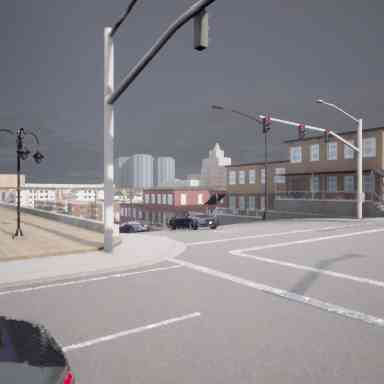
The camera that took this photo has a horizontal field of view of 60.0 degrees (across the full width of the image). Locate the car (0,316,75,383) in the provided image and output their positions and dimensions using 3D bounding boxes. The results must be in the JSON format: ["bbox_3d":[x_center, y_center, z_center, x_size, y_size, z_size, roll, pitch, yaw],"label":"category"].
[{"bbox_3d":[-2.874,1.564,1.938,4.181,1.385,1.994,0,0,-36],"label":"car"}]

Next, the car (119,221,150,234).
[{"bbox_3d":[-5.809,3.504,32.151,1.812,1.442,4.674,0,-12,-37],"label":"car"}]

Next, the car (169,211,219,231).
[{"bbox_3d":[0.061,2.054,24.187,1.994,1.385,4.181,0,-4,-36],"label":"car"}]
